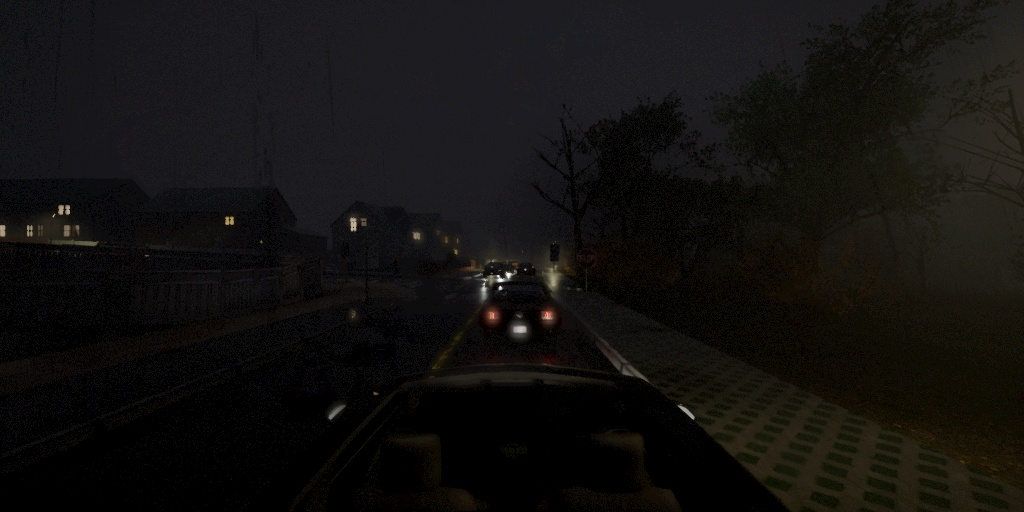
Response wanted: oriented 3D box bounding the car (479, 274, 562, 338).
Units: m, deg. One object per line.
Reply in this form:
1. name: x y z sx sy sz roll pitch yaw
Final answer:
1. car: 0.215 1.357 10.192 1.895 1.301 4.718 0 0 1

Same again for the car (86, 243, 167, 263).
1. car: -24.104 0.015 22.740 4.553 1.767 2.097 3 0 1

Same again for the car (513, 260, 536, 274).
1. car: 1.553 1.383 38.925 1.994 1.385 4.181 0 0 4

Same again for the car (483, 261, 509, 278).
1. car: -1.685 1.329 34.820 1.812 1.442 4.674 0 0 4

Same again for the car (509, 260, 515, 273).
1. car: -0.851 1.418 45.576 1.994 1.385 4.181 0 0 5

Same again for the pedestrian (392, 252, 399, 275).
1. pedestrian: -9.173 0.550 28.297 0.375 1.860 0.375 0 -3 1

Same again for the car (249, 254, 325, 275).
1. car: -14.272 0.654 22.534 4.674 1.442 1.812 3 0 1
